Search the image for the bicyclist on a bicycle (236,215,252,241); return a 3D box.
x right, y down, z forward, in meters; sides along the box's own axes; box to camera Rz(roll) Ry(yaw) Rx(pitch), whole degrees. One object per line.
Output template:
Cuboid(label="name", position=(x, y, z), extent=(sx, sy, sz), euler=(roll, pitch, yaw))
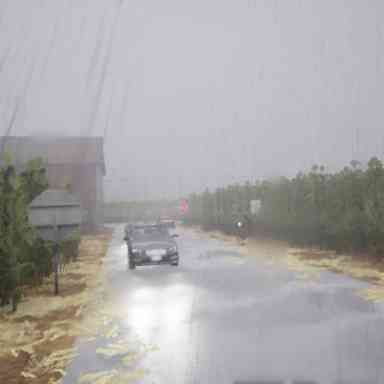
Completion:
Cuboid(label="bicyclist on a bicycle", position=(3.483, 2.221, 20.645), extent=(1.656, 1.620, 0.582), euler=(-2, -3, -12))

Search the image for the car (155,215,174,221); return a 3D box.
Cuboid(label="car", position=(-2.976, 3.244, 36.349), extent=(2.128, 1.511, 4.902), euler=(-2, -3, -9))

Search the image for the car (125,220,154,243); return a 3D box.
Cuboid(label="car", position=(-4.085, 2.914, 25.224), extent=(1.895, 1.301, 4.718), euler=(-2, -3, -12))

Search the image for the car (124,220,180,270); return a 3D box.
Cuboid(label="car", position=(-1.728, 2.144, 13.842), extent=(2.128, 1.511, 4.902), euler=(-2, -3, -12))
